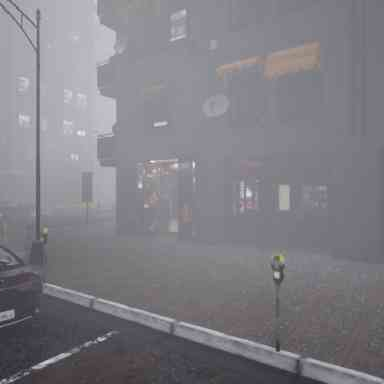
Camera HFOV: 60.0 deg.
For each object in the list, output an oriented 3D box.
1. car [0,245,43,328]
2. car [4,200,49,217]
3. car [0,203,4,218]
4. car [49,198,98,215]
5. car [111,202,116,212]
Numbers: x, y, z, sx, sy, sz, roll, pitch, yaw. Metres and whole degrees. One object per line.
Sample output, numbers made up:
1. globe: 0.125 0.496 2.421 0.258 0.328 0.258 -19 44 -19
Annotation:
1. car: -4.465 1.551 6.056 4.403 1.369 2.008 0 0 35
2. car: -14.033 1.350 26.064 2.008 1.369 4.403 1 1 35
3. car: -15.139 1.432 20.681 2.033 1.411 5.357 0 2 41
4. car: -10.944 1.250 30.490 1.752 1.417 4.829 1 1 35
5. car: -5.867 1.130 33.260 1.882 1.535 5.008 0 1 35
